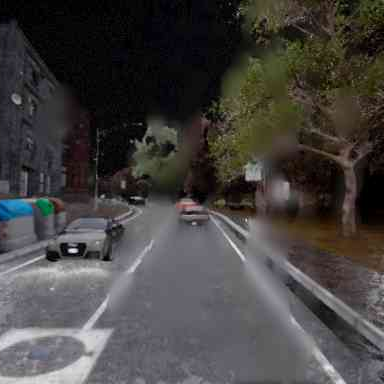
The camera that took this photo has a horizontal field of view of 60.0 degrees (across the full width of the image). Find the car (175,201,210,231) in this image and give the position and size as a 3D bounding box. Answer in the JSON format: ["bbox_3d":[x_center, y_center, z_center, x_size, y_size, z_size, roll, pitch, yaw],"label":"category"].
[{"bbox_3d":[0.123,1.531,20.854,2.128,1.511,4.902,0,0,0],"label":"car"}]

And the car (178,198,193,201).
[{"bbox_3d":[-0.779,1.442,38.459,2.097,1.767,4.553,1,0,-8],"label":"car"}]

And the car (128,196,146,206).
[{"bbox_3d":[-8.927,1.412,53.800,1.882,1.535,5.008,3,0,-24],"label":"car"}]

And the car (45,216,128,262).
[{"bbox_3d":[-3.594,1.584,12.031,1.994,1.385,4.181,0,0,0],"label":"car"}]
